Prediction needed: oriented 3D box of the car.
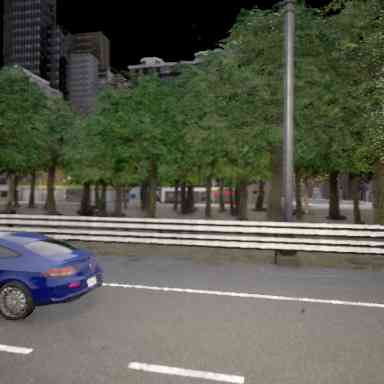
[{"bbox_3d":[-4.169,1.550,6.958,4.674,1.442,1.812,0,-1,13],"label":"car"}]
